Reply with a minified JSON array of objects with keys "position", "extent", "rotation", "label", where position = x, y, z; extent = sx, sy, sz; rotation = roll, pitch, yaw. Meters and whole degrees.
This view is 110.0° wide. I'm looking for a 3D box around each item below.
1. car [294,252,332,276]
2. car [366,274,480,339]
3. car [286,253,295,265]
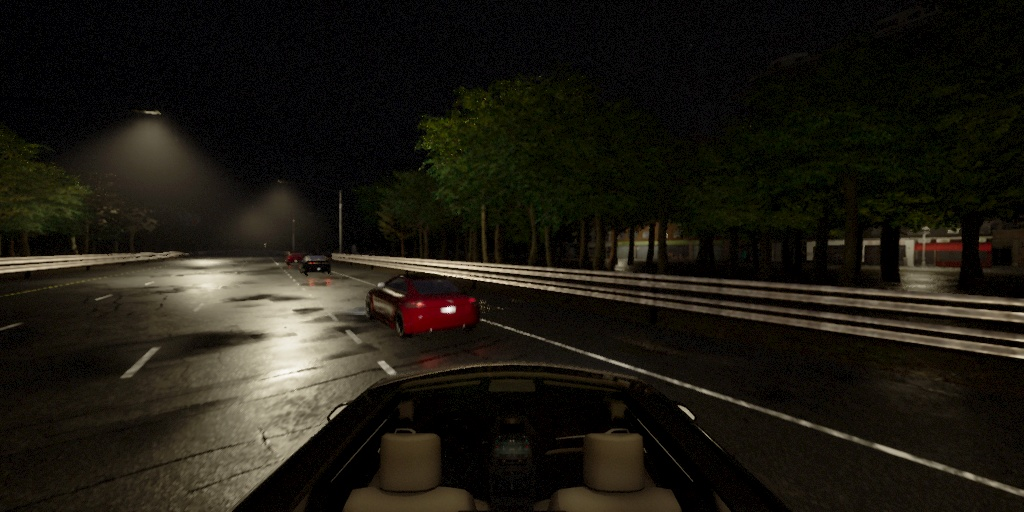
[{"position":[-15.737,0.713,28.609],"extent":[2.128,1.511,4.902],"rotation":[0,1,-35],"label":"car"},{"position":[-2.593,1.168,9.833],"extent":[1.994,1.385,4.181],"rotation":[0,1,-35],"label":"car"},{"position":[-27.750,0.395,45.885],"extent":[1.812,1.442,4.674],"rotation":[0,1,-33],"label":"car"}]
